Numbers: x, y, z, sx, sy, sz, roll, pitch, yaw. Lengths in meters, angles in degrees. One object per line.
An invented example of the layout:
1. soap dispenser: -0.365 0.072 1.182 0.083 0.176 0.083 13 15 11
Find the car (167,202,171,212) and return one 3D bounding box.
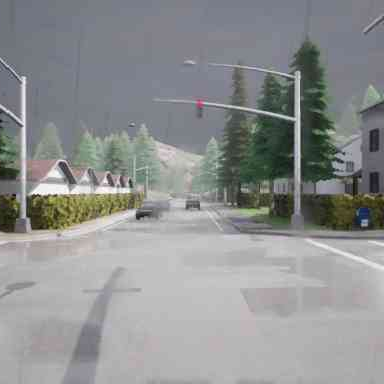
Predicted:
1. car: -3.562 1.579 38.531 1.994 1.385 4.181 0 0 1

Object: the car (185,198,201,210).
1. car: 0.118 1.521 43.264 1.837 1.490 4.892 0 0 0

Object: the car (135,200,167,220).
1. car: -3.587 1.558 28.614 2.033 1.411 5.357 0 0 0
